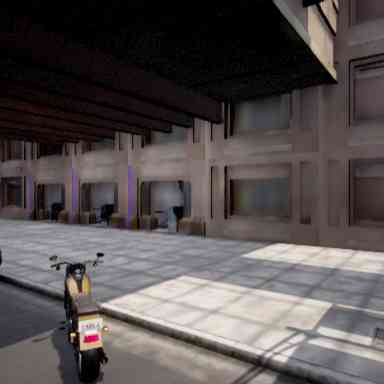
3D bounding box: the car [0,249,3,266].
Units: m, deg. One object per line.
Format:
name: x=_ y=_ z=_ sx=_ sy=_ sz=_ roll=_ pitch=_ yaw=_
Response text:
car: x=-6.850 y=1.541 z=8.418 sx=4.718 sy=1.301 sz=1.895 roll=0 pitch=0 yaw=35
